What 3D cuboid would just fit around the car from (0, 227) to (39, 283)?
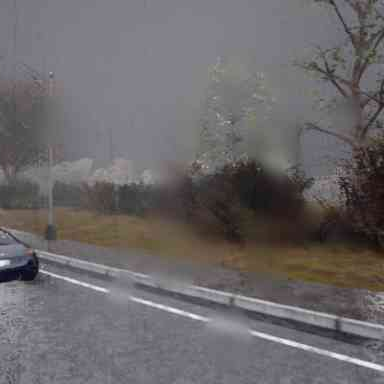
[{"bbox_3d":[-5.813,1.571,8.741,4.181,1.385,1.994,0,0,39],"label":"car"}]
